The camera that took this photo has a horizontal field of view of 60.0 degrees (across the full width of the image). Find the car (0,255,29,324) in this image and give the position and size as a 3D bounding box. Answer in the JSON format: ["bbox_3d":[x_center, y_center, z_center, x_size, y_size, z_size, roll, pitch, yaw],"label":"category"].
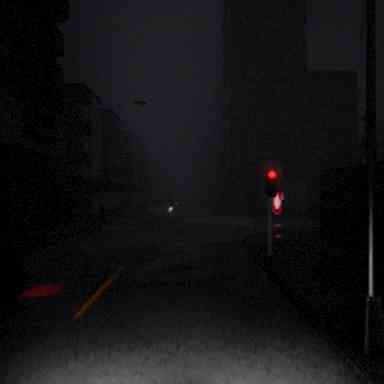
[{"bbox_3d":[-4.073,1.538,4.080,2.033,1.411,5.357,0,0,0],"label":"car"}]

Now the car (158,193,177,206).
[{"bbox_3d":[-3.925,1.111,50.880,2.150,2.045,5.566,0,0,0],"label":"car"}]
